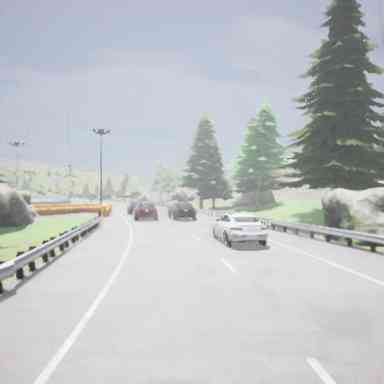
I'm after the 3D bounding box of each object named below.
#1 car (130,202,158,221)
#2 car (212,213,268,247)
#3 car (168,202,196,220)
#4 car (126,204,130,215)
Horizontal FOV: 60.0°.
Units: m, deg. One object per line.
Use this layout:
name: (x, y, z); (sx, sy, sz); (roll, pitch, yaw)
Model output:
car: (-4.558, 1.764, 32.103); (2.097, 1.767, 4.553); (0, -1, -13)
car: (2.241, 1.731, 16.239); (1.812, 1.442, 4.674); (0, 0, -7)
car: (-1.064, 1.767, 32.528); (2.097, 1.767, 4.553); (0, -1, -14)
car: (-7.187, 2.051, 42.309); (1.837, 1.490, 4.892); (0, 0, -15)
